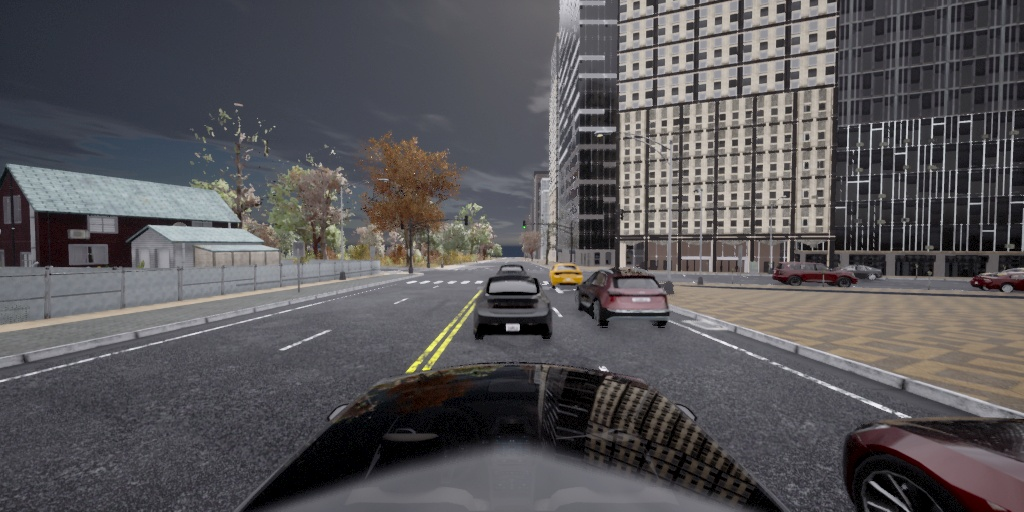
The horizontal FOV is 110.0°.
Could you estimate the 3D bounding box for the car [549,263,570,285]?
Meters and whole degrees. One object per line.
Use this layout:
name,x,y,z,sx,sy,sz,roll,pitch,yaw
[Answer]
car,3.481,1.224,23.545,1.882,1.535,5.008,0,0,4

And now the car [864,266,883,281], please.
car,30.984,1.468,32.934,4.403,1.370,2.007,0,0,20

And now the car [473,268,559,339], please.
car,0.030,1.253,10.006,1.837,1.490,4.892,0,0,0

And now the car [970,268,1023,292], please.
car,33.616,1.715,23.593,4.507,1.381,1.888,0,0,20

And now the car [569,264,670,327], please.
car,3.330,1.179,11.503,2.033,1.649,4.856,0,1,0

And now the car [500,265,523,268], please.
car,-0.006,1.252,21.734,1.837,1.490,4.892,0,0,0

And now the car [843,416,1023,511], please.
car,3.352,1.254,0.583,2.163,1.488,4.792,0,0,0

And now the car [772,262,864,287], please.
car,22.962,1.393,27.470,5.009,1.841,2.192,0,0,20
